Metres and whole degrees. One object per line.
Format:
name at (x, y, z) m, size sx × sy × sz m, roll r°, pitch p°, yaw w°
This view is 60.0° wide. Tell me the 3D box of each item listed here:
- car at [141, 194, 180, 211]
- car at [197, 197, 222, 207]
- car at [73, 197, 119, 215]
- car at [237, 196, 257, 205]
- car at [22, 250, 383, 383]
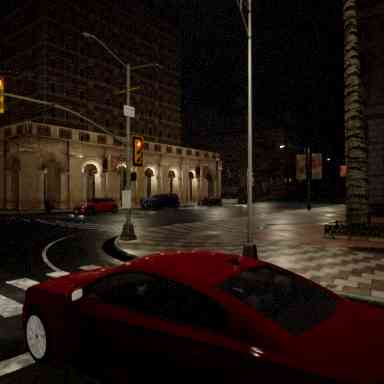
car at (-3.862, 1.221, 41.985) m, size 2.150 × 2.045 × 5.566 m, roll 0°, pitch 0°, yaw 38°
car at (2.707, 1.492, 50.404) m, size 2.128 × 1.511 × 4.902 m, roll 0°, pitch 0°, yaw 38°
car at (-9.887, 1.352, 34.369) m, size 2.097 × 1.767 × 4.553 m, roll 0°, pitch 0°, yaw 39°
car at (9.857, 1.501, 59.592) m, size 1.837 × 1.490 × 4.892 m, roll 0°, pitch 1°, yaw 38°
car at (-0.206, 1.478, 4.081) m, size 5.008 × 1.535 × 1.882 m, roll 0°, pitch 0°, yaw 38°
